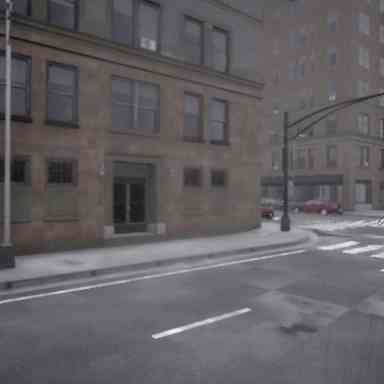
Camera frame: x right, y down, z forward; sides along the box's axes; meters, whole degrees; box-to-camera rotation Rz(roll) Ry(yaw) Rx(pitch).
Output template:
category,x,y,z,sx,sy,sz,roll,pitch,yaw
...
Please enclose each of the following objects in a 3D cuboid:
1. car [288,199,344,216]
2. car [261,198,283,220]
category,x,y,z,sx,sy,sz,roll,pitch,yaw
car,10.912,1.310,29.152,1.887,1.381,4.507,1,0,-36
car,3.983,1.251,24.186,1.887,1.381,4.507,2,0,-36
